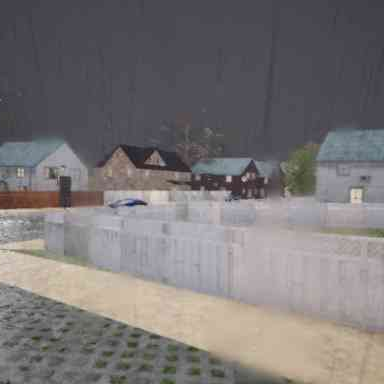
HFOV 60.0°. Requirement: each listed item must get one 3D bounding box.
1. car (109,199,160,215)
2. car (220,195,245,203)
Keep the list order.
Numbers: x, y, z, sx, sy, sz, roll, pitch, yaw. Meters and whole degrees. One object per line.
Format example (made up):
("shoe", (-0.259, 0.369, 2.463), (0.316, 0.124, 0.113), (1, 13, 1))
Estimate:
("car", (-4.667, 1.338, 27.678), (1.882, 1.535, 5.008), (4, 2, 33))
("car", (5.731, 1.168, 47.371), (2.128, 1.511, 4.902), (4, 3, 38))
